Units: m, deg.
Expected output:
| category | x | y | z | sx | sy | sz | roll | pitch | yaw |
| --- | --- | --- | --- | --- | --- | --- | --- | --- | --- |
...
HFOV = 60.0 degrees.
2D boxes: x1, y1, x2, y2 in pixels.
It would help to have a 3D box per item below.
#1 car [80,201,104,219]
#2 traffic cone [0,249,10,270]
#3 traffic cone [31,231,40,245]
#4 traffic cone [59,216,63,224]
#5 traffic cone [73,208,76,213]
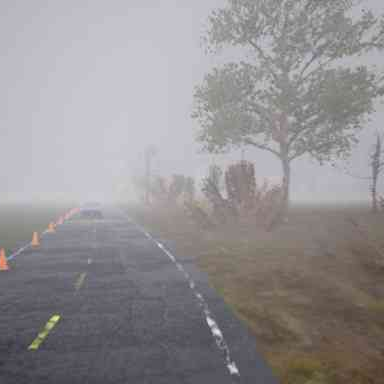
| category | x | y | z | sx | sy | sz | roll | pitch | yaw |
| --- | --- | --- | --- | --- | --- | --- | --- | --- | --- |
| car | -9.213 | 1.589 | 30.635 | 1.882 | 1.535 | 5.008 | 0 | 0 | -16 |
| traffic cone | -5.690 | 2.013 | 10.007 | 0.340 | 0.580 | 0.340 | 0 | 0 | -13 |
| traffic cone | -6.929 | 2.029 | 14.717 | 0.340 | 0.580 | 0.340 | 0 | 0 | -16 |
| traffic cone | -9.613 | 2.062 | 24.351 | 0.340 | 0.580 | 0.340 | 0 | 0 | -16 |
| traffic cone | -12.296 | 2.091 | 33.984 | 0.340 | 0.580 | 0.340 | 0 | 0 | -16 |
